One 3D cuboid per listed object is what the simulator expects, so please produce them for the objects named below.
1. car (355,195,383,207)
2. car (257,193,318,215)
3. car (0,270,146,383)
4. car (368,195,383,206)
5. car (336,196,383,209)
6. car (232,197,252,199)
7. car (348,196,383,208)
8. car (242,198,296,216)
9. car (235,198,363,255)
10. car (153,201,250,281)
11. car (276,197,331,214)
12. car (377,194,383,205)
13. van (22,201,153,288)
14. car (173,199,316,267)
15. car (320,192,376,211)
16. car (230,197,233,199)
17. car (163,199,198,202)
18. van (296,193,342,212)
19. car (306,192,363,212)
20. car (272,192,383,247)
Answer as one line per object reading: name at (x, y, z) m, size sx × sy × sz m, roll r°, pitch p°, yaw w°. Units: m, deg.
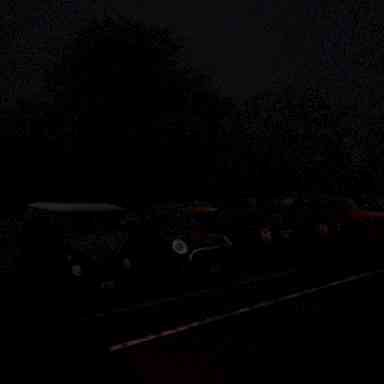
car at (25.188, 1.199, 44.854) m, size 1.946 × 1.575 × 5.366 m, roll -1°, pitch 0°, yaw -36°
car at (9.475, 1.087, 33.415) m, size 2.435 × 2.045 × 5.566 m, roll 0°, pitch 0°, yaw -36°
car at (-2.690, 1.608, 1.765) m, size 4.718 × 1.301 × 1.895 m, roll 0°, pitch 0°, yaw -36°
car at (27.557, 1.171, 46.316) m, size 2.097 × 1.535 × 5.008 m, roll -1°, pitch 0°, yaw -36°
car at (20.762, 1.285, 41.494) m, size 2.163 × 1.488 × 4.792 m, roll -1°, pitch 0°, yaw -36°
car at (4.959, 1.240, 30.185) m, size 2.185 × 1.767 × 4.553 m, roll 0°, pitch 0°, yaw -36°
car at (23.059, 1.263, 43.067) m, size 2.163 × 1.488 × 4.792 m, roll -1°, pitch 0°, yaw -36°
car at (7.253, 1.381, 31.754) m, size 2.163 × 1.488 × 4.792 m, roll 0°, pitch 0°, yaw -36°
car at (3.860, 1.294, 13.237) m, size 2.185 × 1.767 × 4.553 m, roll 0°, pitch 0°, yaw -36°
car at (-0.735, 1.322, 10.025) m, size 2.185 × 1.767 × 4.553 m, roll 0°, pitch 0°, yaw -36°
car at (11.642, 1.321, 35.160) m, size 1.946 × 1.575 × 5.366 m, roll 0°, pitch 0°, yaw -36°
car at (29.816, 1.139, 47.932) m, size 2.231 × 1.521 × 4.892 m, roll -1°, pitch 1°, yaw -36°
van at (-2.929, 1.236, 8.272) m, size 1.878 × 1.987 × 4.442 m, roll 0°, pitch 0°, yaw -36°
car at (1.580, 1.308, 11.605) m, size 2.185 × 1.767 × 4.553 m, roll 0°, pitch 0°, yaw -36°
car at (18.537, 1.025, 39.831) m, size 2.435 × 2.045 × 5.566 m, roll -1°, pitch 0°, yaw -36°
car at (0.572, 1.391, 26.780) m, size 1.946 × 1.575 × 5.366 m, roll 0°, pitch 0°, yaw -36°
car at (-1.797, 1.409, 25.319) m, size 2.231 × 1.521 × 4.892 m, roll 0°, pitch 0°, yaw -36°
van at (13.937, 1.084, 36.717) m, size 1.878 × 1.987 × 4.442 m, roll 0°, pitch 0°, yaw -36°
car at (16.246, 1.044, 38.262) m, size 2.435 × 2.045 × 5.566 m, roll 0°, pitch 0°, yaw -36°
car at (6.137, 1.154, 14.871) m, size 2.435 × 2.045 × 5.566 m, roll 0°, pitch 0°, yaw -36°
